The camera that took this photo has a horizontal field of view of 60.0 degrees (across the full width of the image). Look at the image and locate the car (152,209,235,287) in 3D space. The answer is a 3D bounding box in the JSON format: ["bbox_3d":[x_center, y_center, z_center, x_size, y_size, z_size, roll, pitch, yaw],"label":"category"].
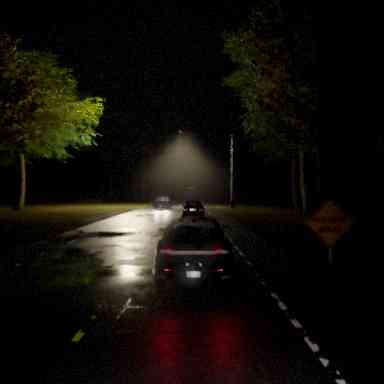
[{"bbox_3d":[0.056,1.448,9.186,2.128,1.511,4.902,0,0,1],"label":"car"}]

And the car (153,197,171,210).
[{"bbox_3d":[-3.585,1.379,40.749,2.128,1.511,4.902,0,0,0],"label":"car"}]

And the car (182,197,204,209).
[{"bbox_3d":[0.088,1.444,28.549,2.033,1.411,5.357,0,0,0],"label":"car"}]

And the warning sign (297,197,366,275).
[{"bbox_3d":[3.541,1.072,8.559,1.300,1.860,1.060,-1,0,0],"label":"warning sign"}]
